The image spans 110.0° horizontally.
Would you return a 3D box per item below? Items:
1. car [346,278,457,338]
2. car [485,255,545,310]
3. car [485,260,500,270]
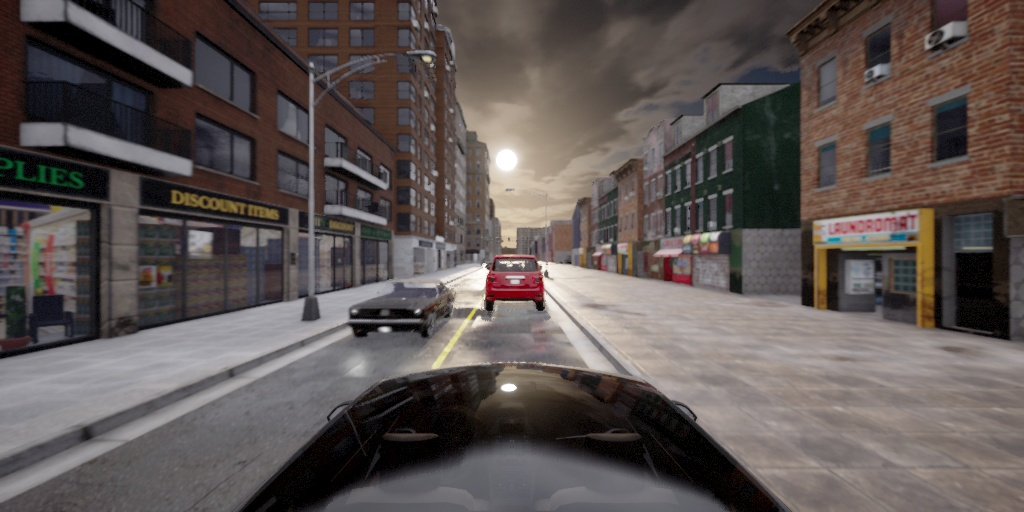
[{"bbox_3d":[-2.846,1.345,10.257,1.895,1.301,4.718,0,0,0],"label":"car"},{"bbox_3d":[0.106,0.964,14.842,2.150,2.045,5.566,0,0,0],"label":"car"},{"bbox_3d":[-2.802,1.282,52.889,1.994,1.385,4.181,0,0,0],"label":"car"}]
